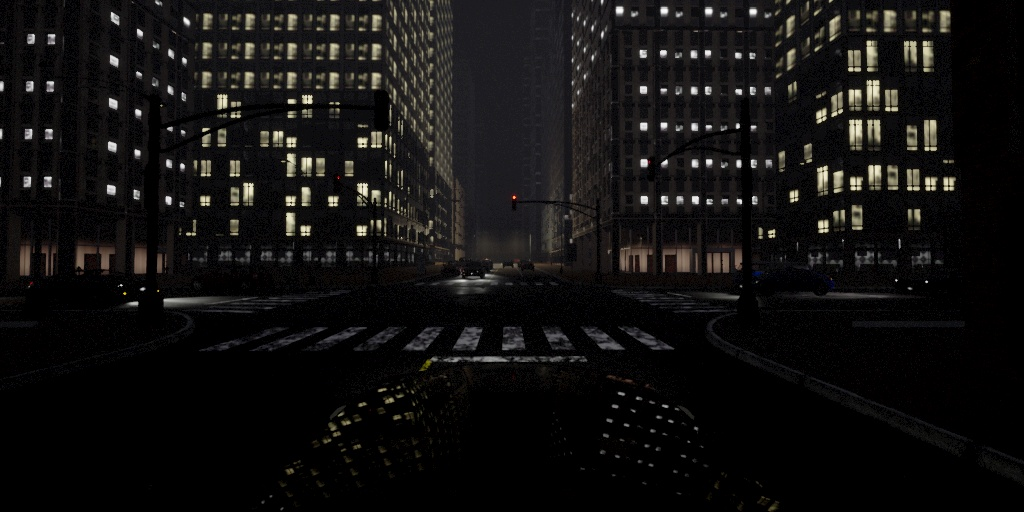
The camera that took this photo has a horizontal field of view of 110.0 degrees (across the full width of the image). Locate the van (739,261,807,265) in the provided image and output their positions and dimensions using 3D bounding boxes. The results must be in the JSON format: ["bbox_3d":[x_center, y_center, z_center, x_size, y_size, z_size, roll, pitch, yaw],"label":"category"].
[{"bbox_3d":[15.730,1.210,21.787,3.998,1.789,1.690,0,0,-1],"label":"van"}]

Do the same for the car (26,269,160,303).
[{"bbox_3d":[-18.131,1.264,15.662,4.181,1.385,1.994,0,-1,0],"label":"car"}]

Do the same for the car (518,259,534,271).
[{"bbox_3d":[2.100,1.350,48.339,1.802,1.307,4.207,0,0,-1],"label":"car"}]

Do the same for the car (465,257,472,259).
[{"bbox_3d":[-6.279,1.082,48.170,2.192,1.841,5.009,0,0,-1],"label":"car"}]

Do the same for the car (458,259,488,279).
[{"bbox_3d":[-3.498,1.266,33.206,1.837,1.490,4.892,0,0,-1],"label":"car"}]

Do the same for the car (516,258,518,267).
[{"bbox_3d":[1.957,1.298,59.664,1.751,1.417,4.829,0,0,-1],"label":"car"}]

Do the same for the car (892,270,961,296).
[{"bbox_3d":[23.579,1.435,19.290,4.718,1.301,1.895,0,-1,-1],"label":"car"}]

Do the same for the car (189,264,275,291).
[{"bbox_3d":[-16.742,1.255,21.448,4.097,1.591,1.967,0,0,-1],"label":"car"}]

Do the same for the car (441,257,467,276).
[{"bbox_3d":[-6.137,1.203,37.021,1.967,1.591,4.097,0,0,-1],"label":"car"}]

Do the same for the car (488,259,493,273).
[{"bbox_3d":[-3.626,1.367,43.424,1.895,1.301,4.718,0,0,-1],"label":"car"}]

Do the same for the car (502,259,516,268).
[{"bbox_3d":[-0.675,1.264,62.722,2.128,1.511,4.902,0,0,-1],"label":"car"}]

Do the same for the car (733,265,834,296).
[{"bbox_3d":[14.536,1.342,19.192,4.674,1.442,1.812,0,-1,-2],"label":"car"}]
